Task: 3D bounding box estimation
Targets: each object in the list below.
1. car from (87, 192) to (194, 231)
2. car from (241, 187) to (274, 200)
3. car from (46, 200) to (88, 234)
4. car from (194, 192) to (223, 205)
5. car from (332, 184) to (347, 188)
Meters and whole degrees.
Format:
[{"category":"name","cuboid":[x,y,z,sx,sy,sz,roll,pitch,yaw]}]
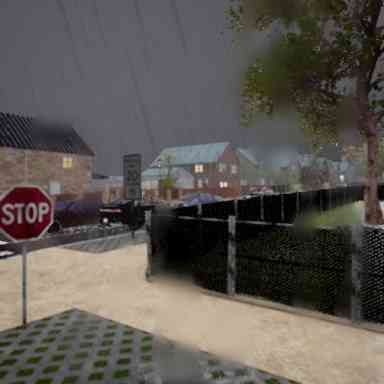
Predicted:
[{"category":"car","cuboid":[-2.359,0.948,16.616,2.128,1.511,4.902,0,2,37]},{"category":"car","cuboid":[6.751,0.275,33.952,2.128,1.511,4.902,0,2,36]},{"category":"car","cuboid":[-5.859,1.098,16.520,2.033,1.411,5.357,0,2,34]},{"category":"car","cuboid":[0.412,0.711,25.235,2.033,1.411,5.357,0,2,36]},{"category":"car","cuboid":[23.093,-0.567,51.475,2.128,1.511,4.902,0,2,36]}]
